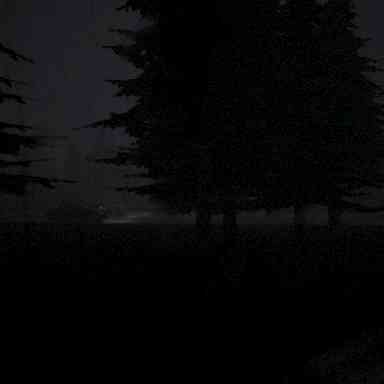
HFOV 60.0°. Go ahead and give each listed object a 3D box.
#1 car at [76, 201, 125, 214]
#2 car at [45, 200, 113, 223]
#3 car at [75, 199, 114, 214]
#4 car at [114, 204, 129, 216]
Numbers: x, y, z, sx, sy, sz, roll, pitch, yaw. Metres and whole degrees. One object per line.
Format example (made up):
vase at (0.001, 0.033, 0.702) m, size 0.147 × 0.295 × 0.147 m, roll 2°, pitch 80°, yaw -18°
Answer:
car at (-9.861, 1.637, 36.062) m, size 4.718 × 1.301 × 1.895 m, roll 0°, pitch 0°, yaw 3°
car at (-8.793, 1.548, 25.493) m, size 4.674 × 1.442 × 1.812 m, roll 0°, pitch 0°, yaw 3°
car at (-9.613, 1.379, 29.040) m, size 4.553 × 1.767 × 2.097 m, roll 0°, pitch 0°, yaw 3°
car at (-8.526, 1.558, 32.488) m, size 4.674 × 1.442 × 1.812 m, roll 0°, pitch 0°, yaw 3°
